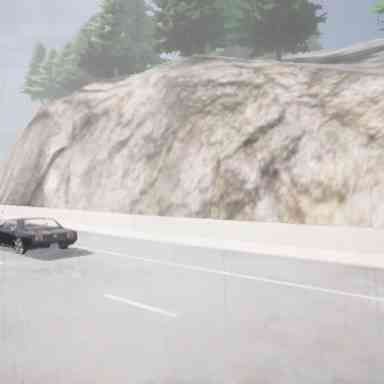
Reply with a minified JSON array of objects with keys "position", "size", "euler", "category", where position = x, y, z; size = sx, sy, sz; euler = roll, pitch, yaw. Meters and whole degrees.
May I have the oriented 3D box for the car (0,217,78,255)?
[{"position":[-6.769,1.680,13.686],"size":[4.718,1.301,1.895],"euler":[0,-1,40],"category":"car"}]
